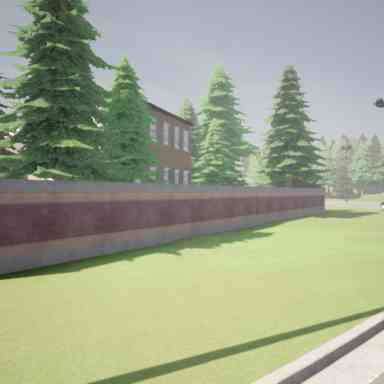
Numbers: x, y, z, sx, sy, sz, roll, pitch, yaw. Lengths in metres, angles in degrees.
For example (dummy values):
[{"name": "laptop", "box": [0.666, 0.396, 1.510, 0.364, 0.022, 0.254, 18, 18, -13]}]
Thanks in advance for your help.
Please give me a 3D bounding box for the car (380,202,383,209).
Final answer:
[{"name": "car", "box": [25.241, 1.491, 40.797, 1.837, 1.490, 4.892, 0, 0, -6]}]
